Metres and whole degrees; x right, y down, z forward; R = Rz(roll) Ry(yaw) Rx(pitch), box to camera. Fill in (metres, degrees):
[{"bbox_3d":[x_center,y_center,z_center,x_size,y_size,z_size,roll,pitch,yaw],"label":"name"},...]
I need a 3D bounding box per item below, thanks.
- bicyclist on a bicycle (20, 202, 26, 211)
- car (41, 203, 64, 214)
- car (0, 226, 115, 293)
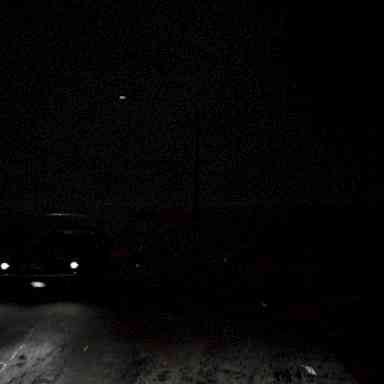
[{"bbox_3d":[-31.161,2.704,61.340,1.843,1.776,0.659,-1,-3,30],"label":"bicyclist on a bicycle"},{"bbox_3d":[-19.744,2.310,46.975,1.837,1.490,4.892,4,-4,-43],"label":"car"},{"bbox_3d":[-3.427,1.682,9.284,1.895,1.301,4.718,0,0,-4],"label":"car"}]
